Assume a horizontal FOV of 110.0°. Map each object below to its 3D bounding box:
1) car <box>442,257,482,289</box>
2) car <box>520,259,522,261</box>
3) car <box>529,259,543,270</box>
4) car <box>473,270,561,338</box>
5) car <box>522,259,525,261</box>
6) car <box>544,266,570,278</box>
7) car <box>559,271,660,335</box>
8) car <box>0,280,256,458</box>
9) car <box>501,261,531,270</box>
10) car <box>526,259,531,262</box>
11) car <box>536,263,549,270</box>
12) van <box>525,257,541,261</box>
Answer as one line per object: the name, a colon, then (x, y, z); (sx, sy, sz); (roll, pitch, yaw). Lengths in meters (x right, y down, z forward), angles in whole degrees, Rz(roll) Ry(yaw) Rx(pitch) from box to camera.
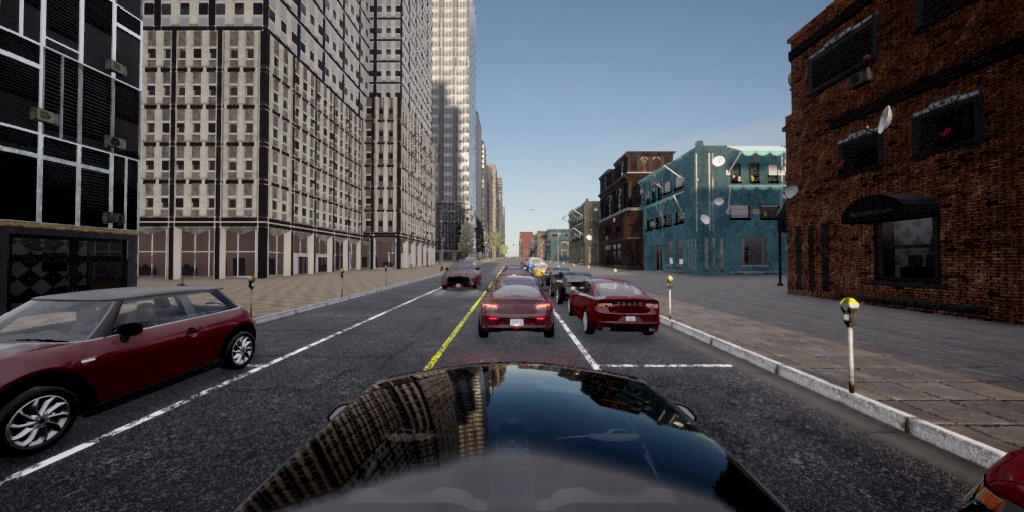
car: (-3.080, 1.102, 22.780); (2.097, 1.767, 4.553); (0, 0, 0)
car: (2.745, 1.057, 53.891); (2.192, 1.841, 5.009); (0, 0, 0)
car: (2.723, 1.274, 32.149); (1.751, 1.417, 4.829); (0, 0, 0)
car: (0.106, 1.277, 10.111); (1.812, 1.442, 4.674); (0, 0, 0)
car: (2.739, 1.184, 48.413); (1.967, 1.591, 4.097); (0, 0, 0)
car: (2.705, 1.316, 15.944); (1.948, 1.339, 4.313); (0, 0, 0)
car: (2.700, 1.296, 10.398); (1.888, 1.381, 4.507); (0, 0, 0)
car: (-5.687, 1.190, 4.857); (1.967, 1.591, 4.097); (0, 0, 0)
car: (0.129, 1.313, 26.867); (1.994, 1.385, 4.181); (0, 0, 0)
car: (2.728, 1.298, 37.457); (2.007, 1.370, 4.403); (0, 0, 0)
car: (2.711, 1.316, 21.488); (1.948, 1.339, 4.313); (0, 0, 0)
van: (2.734, 1.087, 42.935); (1.690, 1.789, 3.998); (0, 0, 0)
